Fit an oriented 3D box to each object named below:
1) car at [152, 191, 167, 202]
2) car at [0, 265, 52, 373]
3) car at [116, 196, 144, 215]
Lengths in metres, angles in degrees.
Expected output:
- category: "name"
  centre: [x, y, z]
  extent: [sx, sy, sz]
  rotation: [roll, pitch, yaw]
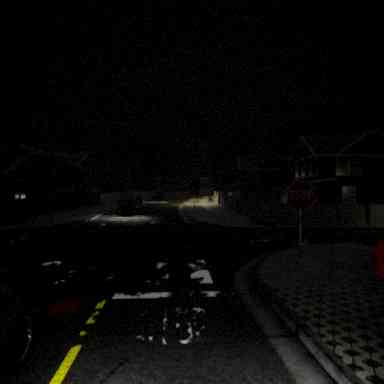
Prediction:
- category: "car"
  centre: [-5.268, 0.684, 53.873]
  extent: [1.837, 1.490, 4.892]
  rotation: [0, 1, 5]
- category: "car"
  centre: [-2.922, 1.495, 2.774]
  extent: [2.033, 1.411, 5.357]
  rotation: [0, 1, -3]
- category: "car"
  centre: [-5.186, 1.058, 28.204]
  extent: [1.882, 1.535, 5.008]
  rotation: [0, 1, -3]
